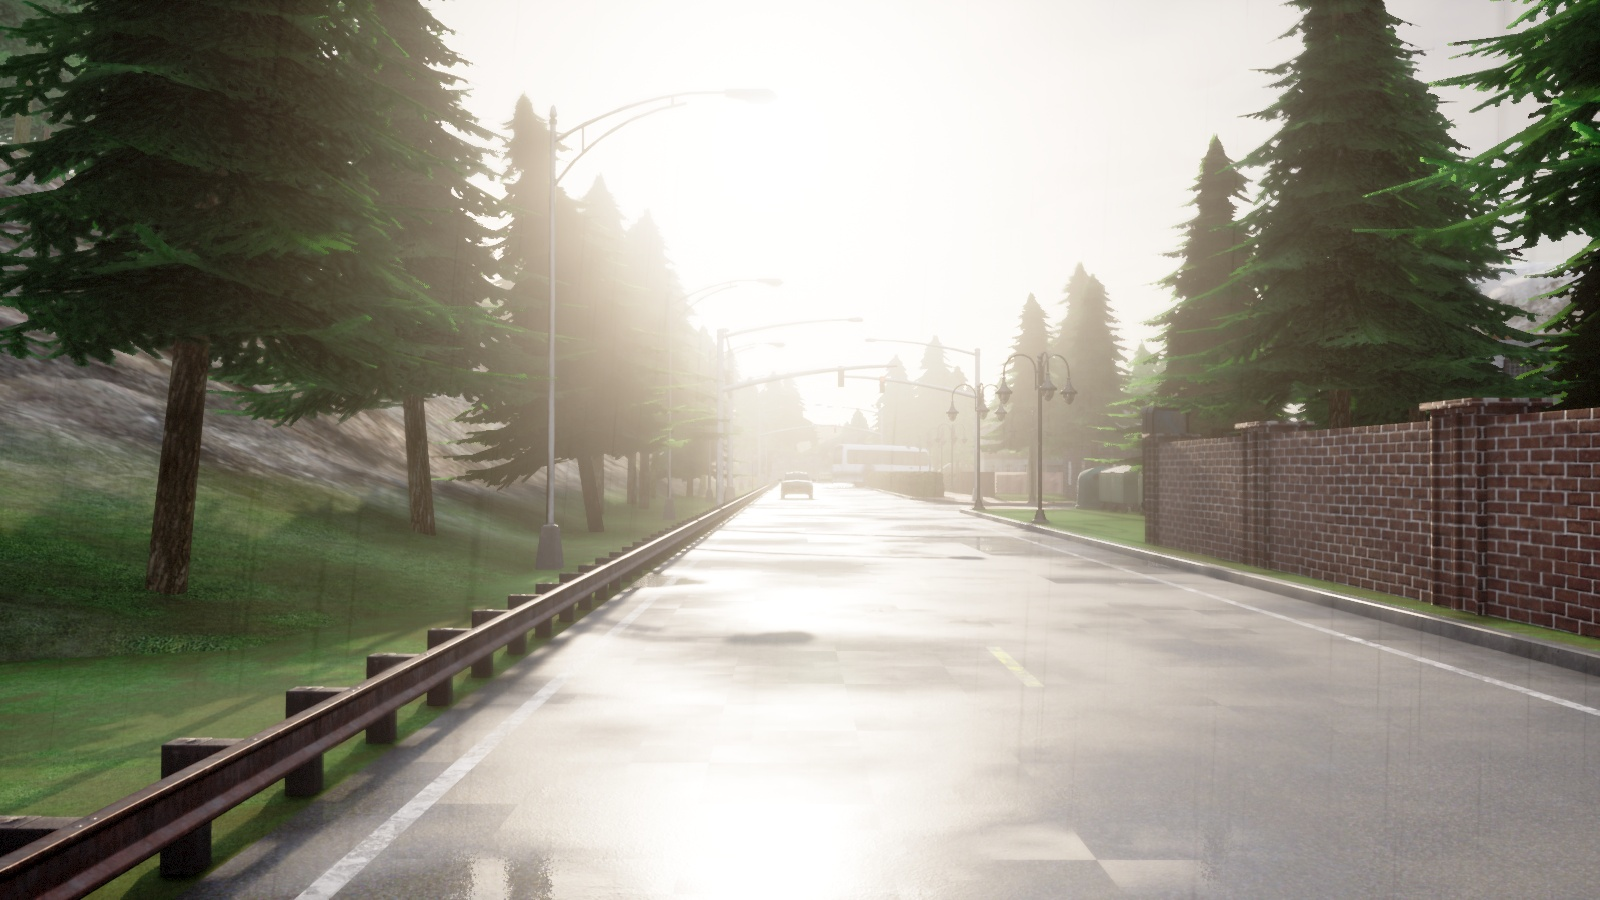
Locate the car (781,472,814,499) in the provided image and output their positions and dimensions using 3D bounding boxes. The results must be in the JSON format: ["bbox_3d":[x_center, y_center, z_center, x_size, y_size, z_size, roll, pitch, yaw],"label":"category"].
[{"bbox_3d":[-0.162,2.029,72.178,1.837,1.490,4.892,0,-1,0],"label":"car"}]
